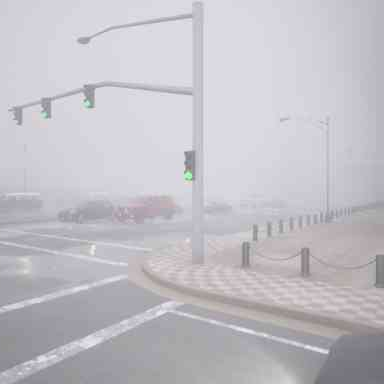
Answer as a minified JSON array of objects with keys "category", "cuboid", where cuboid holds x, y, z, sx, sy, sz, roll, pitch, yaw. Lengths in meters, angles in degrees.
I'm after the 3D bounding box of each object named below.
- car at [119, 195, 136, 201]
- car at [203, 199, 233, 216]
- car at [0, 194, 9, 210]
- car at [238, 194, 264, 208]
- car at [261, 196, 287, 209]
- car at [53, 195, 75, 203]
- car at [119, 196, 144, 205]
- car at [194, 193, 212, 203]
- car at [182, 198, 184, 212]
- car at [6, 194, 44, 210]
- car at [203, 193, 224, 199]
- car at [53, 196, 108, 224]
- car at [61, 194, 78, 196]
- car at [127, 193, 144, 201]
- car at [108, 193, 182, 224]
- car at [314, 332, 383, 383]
[{"category":"car","cuboid":[-15.878,1.443,82.093,1.970,1.475,3.806,0,0,36]},{"category":"car","cuboid":[2.323,1.654,34.246,1.895,1.301,4.718,0,0,36]},{"category":"car","cuboid":[-26.118,1.413,49.253,1.784,1.438,3.905,0,0,36]},{"category":"car","cuboid":[8.984,1.276,49.275,2.150,2.045,5.566,0,0,36]},{"category":"car","cuboid":[12.129,1.578,47.642,1.812,1.442,4.674,0,0,37]},{"category":"car","cuboid":[-26.186,1.411,67.992,1.784,1.438,3.905,0,0,36]},{"category":"car","cuboid":[-10.205,1.446,56.313,1.970,1.475,3.806,0,0,36]},{"category":"car","cuboid":[2.302,1.207,68.803,1.905,1.878,3.866,0,0,36]},{"category":"car","cuboid":[-2.730,1.616,33.245,1.994,1.385,4.181,0,0,36]},{"category":"car","cuboid":[-23.784,1.445,47.541,1.970,1.475,3.806,0,0,36]},{"category":"car","cuboid":[4.604,1.204,67.049,1.932,1.855,4.605,0,0,36]},{"category":"car","cuboid":[-8.083,1.405,25.891,2.097,1.767,4.553,0,0,36]},{"category":"car","cuboid":[-23.888,1.201,66.228,1.932,1.855,4.605,0,0,36]},{"category":"car","cuboid":[-13.549,1.204,80.372,1.905,1.878,3.866,0,0,36]},{"category":"car","cuboid":[-3.542,1.275,26.186,2.150,2.045,5.566,0,0,36]},{"category":"car","cuboid":[3.344,1.548,1.575,5.357,1.411,2.033,0,0,33]}]
